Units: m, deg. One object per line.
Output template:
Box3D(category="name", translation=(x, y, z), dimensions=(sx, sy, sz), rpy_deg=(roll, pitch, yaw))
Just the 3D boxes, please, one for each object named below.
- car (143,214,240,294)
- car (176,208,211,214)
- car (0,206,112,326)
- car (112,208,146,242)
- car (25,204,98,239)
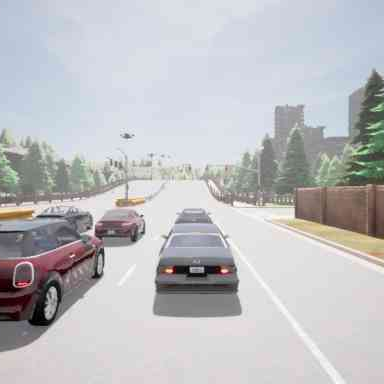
Box3D(category="car", translation=(0.097, 1.547, 8.927), dimensions=(2.033, 1.411, 5.357), rpy_deg=(0, 0, 0))
Box3D(category="car", translation=(0.096, 1.564, 18.168), dimensions=(1.994, 1.385, 4.181), rpy_deg=(0, 0, 0))
Box3D(category="car", translation=(-3.403, 1.352, 7.222), dimensions=(2.097, 1.767, 4.553), rpy_deg=(0, 0, 0))
Box3D(category="car", translation=(-3.408, 1.526, 16.216), dimensions=(1.812, 1.442, 4.674), rpy_deg=(0, 0, -1))
Box3D(category="car", translation=(-6.906, 1.492, 18.317), dimensions=(2.128, 1.511, 4.902), rpy_deg=(0, 0, 0))
